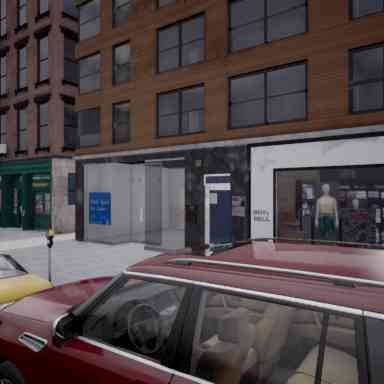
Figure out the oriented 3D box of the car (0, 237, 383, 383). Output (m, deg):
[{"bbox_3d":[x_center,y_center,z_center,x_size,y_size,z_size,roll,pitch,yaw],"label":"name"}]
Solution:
[{"bbox_3d":[0.347,1.315,2.564,5.009,1.841,2.192,0,0,36],"label":"car"}]
